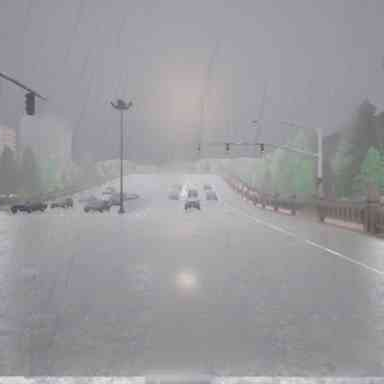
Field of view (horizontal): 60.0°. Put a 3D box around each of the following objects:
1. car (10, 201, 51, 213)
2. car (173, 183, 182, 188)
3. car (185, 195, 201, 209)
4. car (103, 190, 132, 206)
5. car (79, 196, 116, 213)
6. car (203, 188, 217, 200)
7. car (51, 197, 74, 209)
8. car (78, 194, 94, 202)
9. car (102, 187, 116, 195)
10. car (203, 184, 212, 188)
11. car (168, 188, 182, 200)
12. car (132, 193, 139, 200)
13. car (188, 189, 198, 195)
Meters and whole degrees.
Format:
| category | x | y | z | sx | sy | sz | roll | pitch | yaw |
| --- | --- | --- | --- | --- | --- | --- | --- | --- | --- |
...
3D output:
| category | x | y | z | sx | sy | sz | roll | pitch | yaw |
| --- | --- | --- | --- | --- | --- | --- | --- | --- | --- |
| car | -17.656 | 1.602 | 36.151 | 1.895 | 1.301 | 4.718 | 0 | 0 | 1 |
| car | -3.410 | -1.312 | 78.551 | 1.837 | 1.490 | 4.892 | 0 | 7 | 0 |
| car | 0.054 | 1.506 | 44.051 | 1.812 | 1.442 | 4.674 | 0 | 1 | 0 |
| car | -10.605 | 1.125 | 47.949 | 2.150 | 2.045 | 5.566 | 0 | 2 | 0 |
| car | -10.615 | 1.543 | 37.791 | 2.033 | 1.411 | 5.357 | 0 | 0 | 0 |
| car | 3.610 | 0.637 | 62.058 | 2.033 | 1.411 | 5.357 | 0 | 5 | 0 |
| car | -17.614 | 1.468 | 45.352 | 1.837 | 1.490 | 4.892 | 0 | 1 | 0 |
| car | -17.588 | 1.071 | 56.026 | 1.812 | 1.442 | 4.674 | 0 | 3 | 1 |
| car | -17.452 | -0.250 | 70.074 | 2.033 | 1.411 | 5.357 | 0 | 7 | 0 |
| car | 3.590 | -1.221 | 78.559 | 1.895 | 1.301 | 4.718 | 0 | 7 | 0 |
| car | -3.390 | 0.642 | 62.043 | 2.033 | 1.411 | 5.357 | 0 | 5 | 0 |
| car | -10.584 | 0.928 | 58.700 | 1.994 | 1.385 | 4.181 | 0 | 4 | 0 |
| car | 0.139 | 0.054 | 68.062 | 1.994 | 1.385 | 4.181 | 0 | 6 | 0 |
